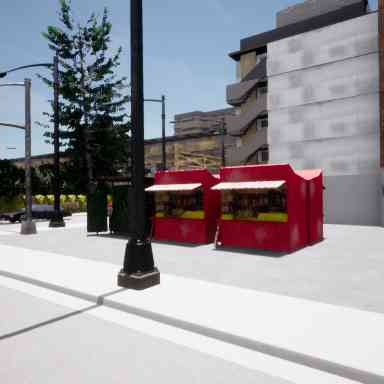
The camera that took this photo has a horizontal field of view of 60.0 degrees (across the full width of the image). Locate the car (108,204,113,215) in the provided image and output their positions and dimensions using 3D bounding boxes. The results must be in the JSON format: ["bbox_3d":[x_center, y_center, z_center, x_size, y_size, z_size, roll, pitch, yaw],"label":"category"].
[{"bbox_3d":[-6.907,1.490,34.613,2.097,1.767,4.553,-1,-1,36],"label":"car"}]

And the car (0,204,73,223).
[{"bbox_3d":[-12.444,1.686,26.971,2.033,1.411,5.357,-1,-1,36],"label":"car"}]
